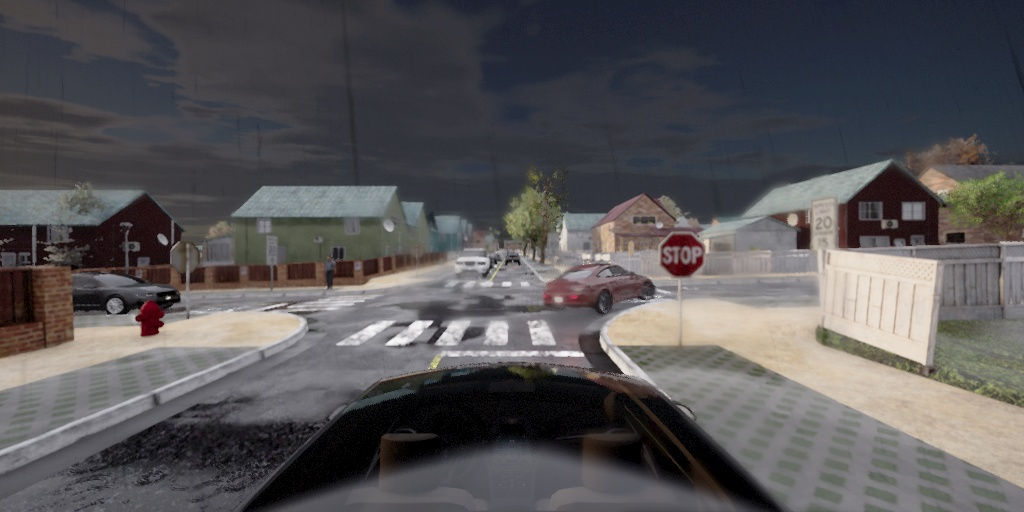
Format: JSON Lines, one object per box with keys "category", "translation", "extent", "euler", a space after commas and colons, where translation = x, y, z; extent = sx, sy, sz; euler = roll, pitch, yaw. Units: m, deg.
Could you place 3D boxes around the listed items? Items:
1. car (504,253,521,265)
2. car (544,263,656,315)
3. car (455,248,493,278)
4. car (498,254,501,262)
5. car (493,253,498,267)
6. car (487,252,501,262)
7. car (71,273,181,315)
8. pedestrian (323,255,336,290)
{"category": "car", "translation": [0.097, 0.322, 46.109], "extent": [1.837, 1.490, 4.892], "euler": [0, 1, 0]}
{"category": "car", "translation": [2.980, 0.971, 12.014], "extent": [4.674, 1.442, 1.812], "euler": [-4, 0, -45]}
{"category": "car", "translation": [-2.836, 0.446, 26.822], "extent": [2.150, 2.045, 5.566], "euler": [0, 1, -1]}
{"category": "car", "translation": [-2.845, 0.288, 46.397], "extent": [1.882, 1.535, 5.008], "euler": [0, 1, 0]}
{"category": "car", "translation": [-2.847, 0.507, 36.744], "extent": [2.128, 1.511, 4.902], "euler": [0, 1, 0]}
{"category": "car", "translation": [-2.810, 0.163, 56.312], "extent": [1.994, 1.385, 4.181], "euler": [0, 1, 0]}
{"category": "car", "translation": [-15.024, 1.361, 13.122], "extent": [4.892, 1.490, 1.837], "euler": [-2, 0, 0]}
{"category": "pedestrian", "translation": [-9.693, 0.847, 19.010], "extent": [0.375, 1.860, 0.375], "euler": [0, 2, 0]}
